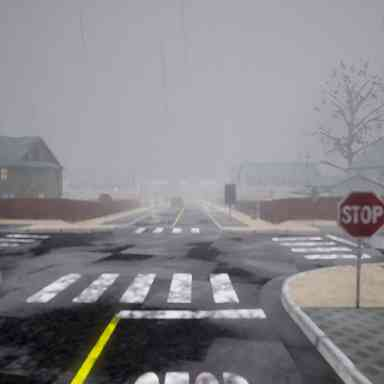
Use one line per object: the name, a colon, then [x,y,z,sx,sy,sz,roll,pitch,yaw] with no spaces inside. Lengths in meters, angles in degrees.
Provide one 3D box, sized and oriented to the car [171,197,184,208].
car: [-2.788,1.918,63.455,2.150,2.045,5.566,0,-1,0]
